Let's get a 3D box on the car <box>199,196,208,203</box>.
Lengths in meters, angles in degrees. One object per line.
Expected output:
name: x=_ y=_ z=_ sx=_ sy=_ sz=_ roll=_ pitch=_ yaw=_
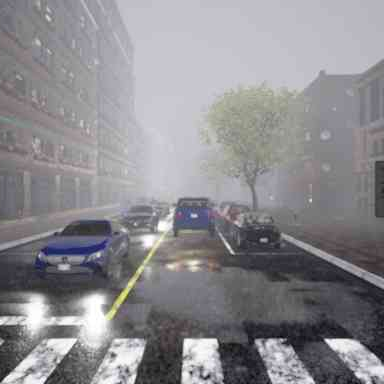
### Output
car: x=2.700 y=1.708 z=77.309 sx=2.008 sy=1.369 sz=4.403 roll=0 pitch=0 yaw=0

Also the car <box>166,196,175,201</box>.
car: x=-5.679 y=1.761 z=88.704 sx=1.947 sy=1.339 sz=4.313 roll=0 pitch=0 yaw=0

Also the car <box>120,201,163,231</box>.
car: x=-3.085 y=1.532 z=20.672 sx=1.837 sy=1.490 sz=4.892 roll=0 pitch=0 yaw=0

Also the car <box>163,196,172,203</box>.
car: x=-5.680 y=1.702 z=77.312 sx=1.887 sy=1.381 sz=4.507 roll=0 pitch=0 yaw=0

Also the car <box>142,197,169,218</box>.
car: x=-3.079 y=1.534 z=31.018 sx=2.128 sy=1.511 sz=4.902 roll=0 pitch=0 yaw=0

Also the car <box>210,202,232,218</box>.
car: x=2.694 y=1.626 z=31.735 sx=1.802 sy=1.307 sz=4.206 roll=0 pitch=0 yaw=0

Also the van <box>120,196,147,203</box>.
van: x=-5.687 y=1.385 z=31.737 sx=1.690 sy=1.788 sz=3.998 roll=0 pitch=0 yaw=0

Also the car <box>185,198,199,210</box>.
car: x=0.033 y=1.594 z=44.458 sx=1.812 sy=1.442 sz=4.674 roll=0 pitch=0 yaw=0

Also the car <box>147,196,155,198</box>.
car: x=-5.686 y=1.381 z=43.131 sx=2.192 sy=1.841 sz=5.009 roll=0 pitch=0 yaw=0

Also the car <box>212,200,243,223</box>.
car: x=2.693 y=1.475 z=26.037 sx=1.967 sy=1.590 sz=4.097 roll=0 pitch=0 yaw=0

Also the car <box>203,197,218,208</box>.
car: x=2.696 y=1.520 z=48.825 sx=1.967 sy=1.590 sz=4.097 roll=0 pitch=0 yaw=0

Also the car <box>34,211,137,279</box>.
car: x=-3.065 y=1.538 z=10.251 sx=1.812 sy=1.442 sz=4.674 roll=0 pitch=0 yaw=-1

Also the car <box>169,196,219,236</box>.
car: x=0.103 y=1.245 z=18.687 sx=2.150 sy=2.045 sz=5.566 roll=0 pitch=0 yaw=0

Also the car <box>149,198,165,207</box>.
car: x=-5.684 y=1.645 z=54.524 sx=2.008 sy=1.369 sz=4.403 roll=0 pitch=0 yaw=0

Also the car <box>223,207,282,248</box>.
car: x=2.692 y=1.569 z=14.644 sx=2.008 sy=1.369 sz=4.403 roll=0 pitch=0 yaw=0

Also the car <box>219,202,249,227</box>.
car: x=2.693 y=1.467 z=20.341 sx=1.967 sy=1.590 sz=4.097 roll=0 pitch=0 yaw=0

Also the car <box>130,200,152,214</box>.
car: x=-5.686 y=1.637 z=37.434 sx=1.802 sy=1.307 sz=4.206 roll=0 pitch=0 yaw=0

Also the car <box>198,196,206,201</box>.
car: x=2.701 y=1.739 z=88.700 sx=1.887 sy=1.381 sz=4.507 roll=0 pitch=0 yaw=0

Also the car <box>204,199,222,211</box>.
car: x=2.696 y=1.617 z=43.128 sx=2.008 sy=1.369 sz=4.403 roll=0 pitch=0 yaw=0

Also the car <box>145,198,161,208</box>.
car: x=-5.684 y=1.646 z=48.828 sx=1.947 sy=1.339 sz=4.313 roll=0 pitch=0 yaw=0
